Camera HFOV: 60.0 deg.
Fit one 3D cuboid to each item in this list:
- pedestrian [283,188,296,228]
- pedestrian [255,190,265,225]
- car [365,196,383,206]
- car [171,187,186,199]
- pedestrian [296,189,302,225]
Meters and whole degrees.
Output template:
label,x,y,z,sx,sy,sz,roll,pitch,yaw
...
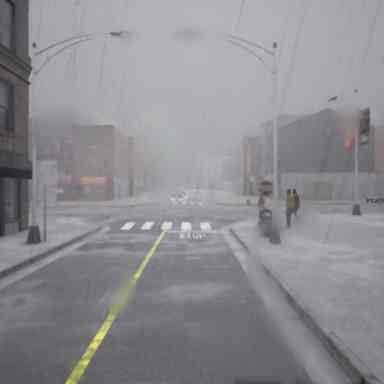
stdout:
label,x,y,z,sx,sy,sz,roll,pitch,yaw
pedestrian,4.529,0.762,15.695,0.375,1.860,0.375,1,0,0
pedestrian,3.513,0.795,16.896,0.375,1.860,0.375,1,0,0
car,20.764,0.739,34.664,4.718,1.301,1.895,-1,0,0
car,-2.444,0.386,56.259,2.033,1.411,5.357,0,1,1
pedestrian,4.990,0.692,16.294,0.375,1.860,0.375,1,0,0
